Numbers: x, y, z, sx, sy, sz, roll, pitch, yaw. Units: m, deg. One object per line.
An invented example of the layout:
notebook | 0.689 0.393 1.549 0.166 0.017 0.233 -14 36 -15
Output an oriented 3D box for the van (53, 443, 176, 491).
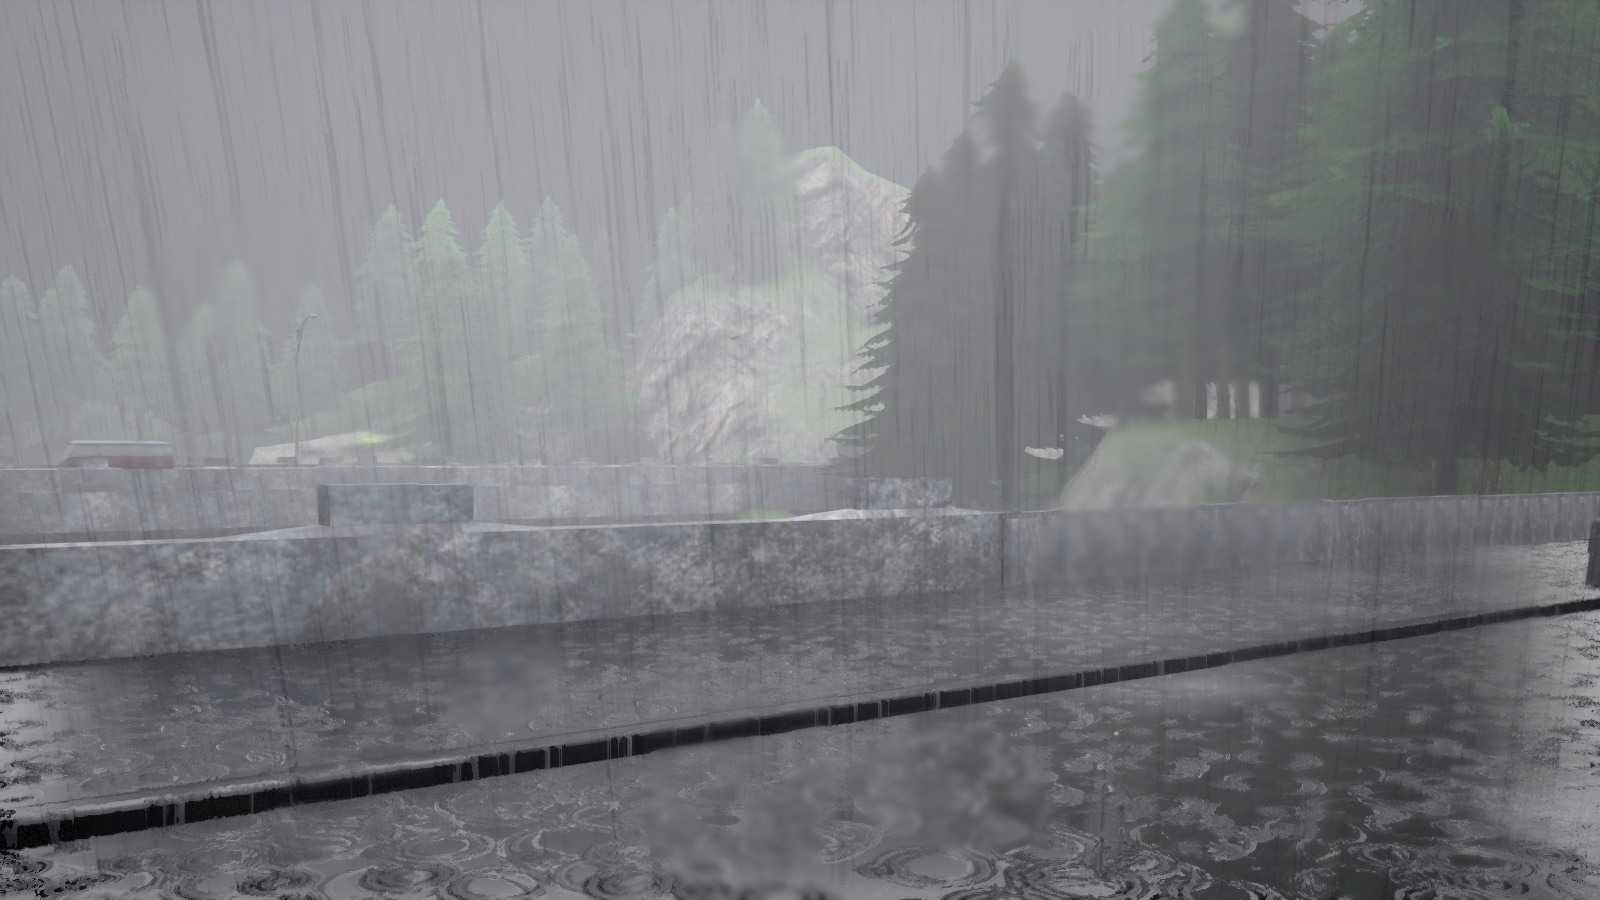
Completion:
van | -29.391 0.692 53.891 4.442 1.987 1.775 0 0 -35
